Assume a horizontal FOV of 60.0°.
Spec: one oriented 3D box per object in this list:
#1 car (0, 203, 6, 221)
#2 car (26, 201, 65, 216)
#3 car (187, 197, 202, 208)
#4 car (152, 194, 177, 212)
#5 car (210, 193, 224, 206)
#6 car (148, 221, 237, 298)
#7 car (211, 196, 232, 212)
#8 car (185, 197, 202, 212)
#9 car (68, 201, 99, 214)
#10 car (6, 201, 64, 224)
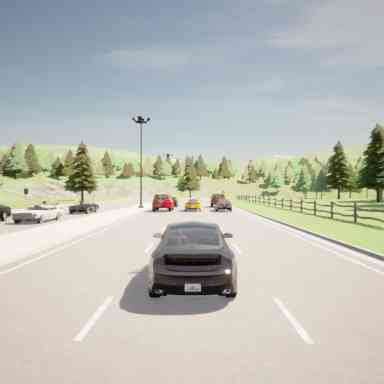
[{"bbox_3d":[-15.012,1.491,23.956,2.128,1.511,4.902,0,0,0],"label":"car"},{"bbox_3d":[-14.912,1.601,34.099,1.895,1.301,4.718,0,0,0],"label":"car"},{"bbox_3d":[0.383,1.491,49.798,2.128,1.511,4.902,0,0,2],"label":"car"},{"bbox_3d":[-3.365,1.221,39.154,2.150,2.045,5.566,0,0,1],"label":"car"},{"bbox_3d":[3.883,1.221,49.727,2.150,2.045,5.566,0,0,2],"label":"car"},{"bbox_3d":[0.021,1.504,8.509,1.837,1.490,4.892,0,0,0],"label":"car"},{"bbox_3d":[3.635,1.547,39.103,2.033,1.411,5.357,0,0,1],"label":"car"},{"bbox_3d":[0.139,1.478,39.528,1.882,1.535,5.008,0,0,1],"label":"car"},{"bbox_3d":[-11.409,1.601,35.246,1.895,1.301,4.718,0,0,0],"label":"car"},{"bbox_3d":[-11.515,1.601,25.053,1.895,1.301,4.718,0,0,1],"label":"car"}]
